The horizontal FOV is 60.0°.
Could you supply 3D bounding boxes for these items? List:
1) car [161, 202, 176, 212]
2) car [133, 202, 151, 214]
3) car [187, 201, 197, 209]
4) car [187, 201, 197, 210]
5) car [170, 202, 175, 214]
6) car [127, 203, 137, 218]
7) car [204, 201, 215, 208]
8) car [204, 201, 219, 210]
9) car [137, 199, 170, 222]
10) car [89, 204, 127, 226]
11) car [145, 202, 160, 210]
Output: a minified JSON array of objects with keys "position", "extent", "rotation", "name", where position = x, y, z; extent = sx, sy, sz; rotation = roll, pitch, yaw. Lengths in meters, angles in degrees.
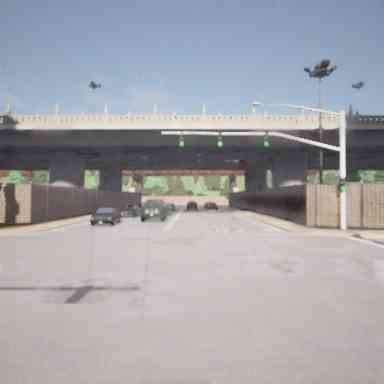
[{"position":[-3.590,2.353,52.472],"extent":[2.033,1.411,5.357],"rotation":[0,-1,0],"name":"car"},{"position":[-7.091,2.239,47.773],"extent":[1.837,1.490,4.892],"rotation":[0,-1,0],"name":"car"},{"position":[-0.007,2.543,67.945],"extent":[1.837,1.490,4.892],"rotation":[0,-1,0],"name":"car"},{"position":[-0.006,2.389,57.584],"extent":[1.837,1.490,4.892],"rotation":[0,-1,0],"name":"car"},{"position":[-3.582,2.152,42.019],"extent":[1.837,1.490,4.892],"rotation":[0,-1,0],"name":"car"},{"position":[-7.094,2.085,37.646],"extent":[1.837,1.490,4.892],"rotation":[0,-1,0],"name":"car"},{"position":[3.493,2.601,67.944],"extent":[1.994,1.385,4.181],"rotation":[0,-1,0],"name":"car"},{"position":[3.494,2.416,57.959],"extent":[1.812,1.442,4.674],"rotation":[0,-1,0],"name":"car"},{"position":[-3.595,1.720,32.212],"extent":[2.150,2.045,5.566],"rotation":[0,-1,-1],"name":"car"},{"position":[-7.119,1.982,28.026],"extent":[2.033,1.411,5.357],"rotation":[0,-1,-3],"name":"car"},{"position":[-7.031,2.468,60.080],"extent":[2.033,1.411,5.357],"rotation":[0,-1,0],"name":"car"}]
